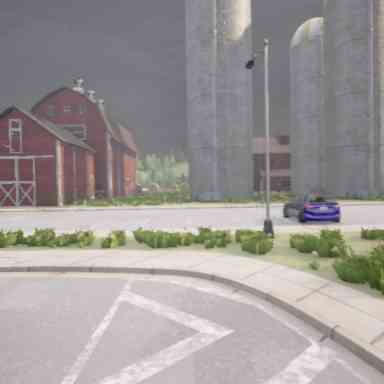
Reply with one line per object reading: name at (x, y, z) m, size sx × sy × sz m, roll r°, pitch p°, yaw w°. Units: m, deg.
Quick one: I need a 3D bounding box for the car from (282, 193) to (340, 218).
car at (6.911, 0.877, 19.677) m, size 2.242 × 1.667 × 4.611 m, roll -1°, pitch 1°, yaw -1°

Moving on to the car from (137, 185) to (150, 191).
car at (-12.289, -0.618, 82.250) m, size 3.866 × 1.878 × 1.905 m, roll 0°, pitch -6°, yaw -44°
